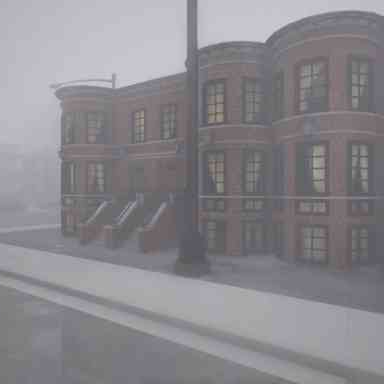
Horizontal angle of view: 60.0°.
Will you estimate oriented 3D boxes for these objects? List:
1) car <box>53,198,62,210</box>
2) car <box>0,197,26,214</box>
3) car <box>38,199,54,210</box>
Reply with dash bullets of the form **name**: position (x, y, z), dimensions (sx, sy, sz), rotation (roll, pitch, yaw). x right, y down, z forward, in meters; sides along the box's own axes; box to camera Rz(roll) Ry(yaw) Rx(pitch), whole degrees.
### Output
- **car**: position (-14.194, 1.601, 41.171), dimensions (1.895, 1.301, 4.718), rotation (0, 0, 36)
- **car**: position (-19.473, 1.352, 33.762), dimensions (2.097, 1.767, 4.553), rotation (0, 0, 35)
- **car**: position (-17.260, 1.478, 42.899), dimensions (1.882, 1.535, 5.008), rotation (0, 0, 35)
